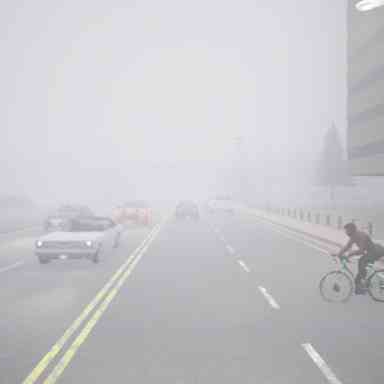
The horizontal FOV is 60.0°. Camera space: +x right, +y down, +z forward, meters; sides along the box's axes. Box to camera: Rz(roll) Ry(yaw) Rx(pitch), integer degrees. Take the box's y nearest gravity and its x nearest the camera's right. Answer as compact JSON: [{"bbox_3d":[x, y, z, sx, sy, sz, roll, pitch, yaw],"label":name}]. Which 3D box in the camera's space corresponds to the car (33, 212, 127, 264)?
[{"bbox_3d":[-3.813,1.599,11.962,1.895,1.301,4.718,0,0,-1],"label":"car"}]

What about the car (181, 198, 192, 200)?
[{"bbox_3d":[-0.687,1.471,41.290,1.882,1.535,5.008,0,0,-1],"label":"car"}]

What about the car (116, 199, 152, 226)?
[{"bbox_3d":[-4.021,1.348,23.289,2.097,1.767,4.553,0,0,-1],"label":"car"}]

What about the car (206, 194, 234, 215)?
[{"bbox_3d":[2.949,1.216,34.480,2.150,2.045,5.566,0,0,-1],"label":"car"}]

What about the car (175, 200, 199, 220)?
[{"bbox_3d":[-0.421,1.596,27.672,1.895,1.301,4.718,0,0,-1],"label":"car"}]

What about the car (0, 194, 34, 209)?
[{"bbox_3d":[-21.849,1.147,41.792,1.932,1.855,4.605,0,0,-1],"label":"car"}]

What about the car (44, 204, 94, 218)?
[{"bbox_3d":[-7.419,1.488,20.456,2.128,1.511,4.902,0,0,-1],"label":"car"}]

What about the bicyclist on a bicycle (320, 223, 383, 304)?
[{"bbox_3d":[3.368,1.446,6.697,1.656,1.620,0.582,-2,0,-1],"label":"bicyclist on a bicycle"}]

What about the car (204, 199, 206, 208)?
[{"bbox_3d":[2.763,1.345,43.958,2.097,1.767,4.553,0,0,-1],"label":"car"}]
